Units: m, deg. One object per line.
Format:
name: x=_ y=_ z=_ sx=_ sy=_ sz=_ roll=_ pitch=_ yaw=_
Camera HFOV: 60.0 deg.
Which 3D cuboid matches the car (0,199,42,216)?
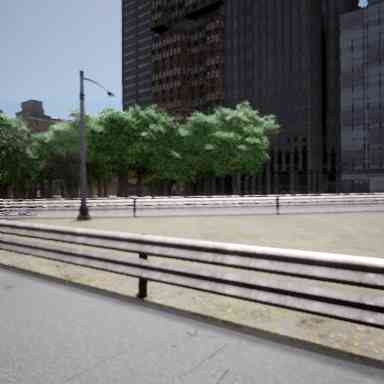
car: x=-15.790 y=1.373 z=29.722 sx=4.674 sy=1.442 sz=1.812 roll=-1 pitch=0 yaw=8
